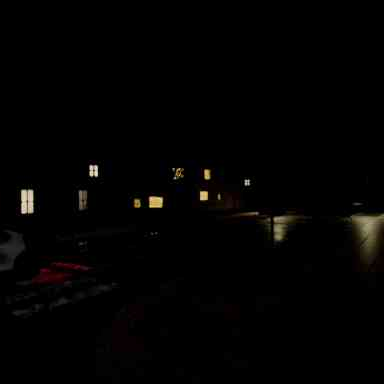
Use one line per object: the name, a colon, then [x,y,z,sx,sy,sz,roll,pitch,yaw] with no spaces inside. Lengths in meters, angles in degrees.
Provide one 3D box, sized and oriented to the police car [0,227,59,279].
police car: [-5.913,1.557,8.050,2.038,1.542,4.974,-1,-1,34]
